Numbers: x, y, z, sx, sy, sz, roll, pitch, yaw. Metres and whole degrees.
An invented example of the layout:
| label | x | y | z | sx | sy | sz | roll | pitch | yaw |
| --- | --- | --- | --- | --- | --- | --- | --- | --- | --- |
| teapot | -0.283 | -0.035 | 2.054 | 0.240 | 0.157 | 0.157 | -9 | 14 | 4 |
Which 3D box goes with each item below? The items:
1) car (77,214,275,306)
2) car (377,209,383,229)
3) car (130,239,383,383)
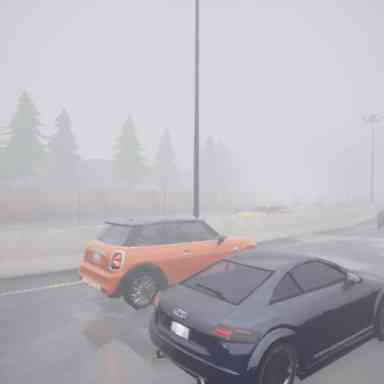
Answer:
| label | x | y | z | sx | sy | sz | roll | pitch | yaw |
| --- | --- | --- | --- | --- | --- | --- | --- | --- | --- |
| car | -0.309 | 1.384 | 8.204 | 4.553 | 1.767 | 2.097 | 0 | 0 | -39 |
| car | 13.776 | 1.635 | 22.106 | 1.882 | 1.535 | 5.008 | 0 | 0 | 41 |
| car | 1.432 | 1.591 | 5.115 | 4.181 | 1.385 | 1.994 | 1 | 0 | -38 |
